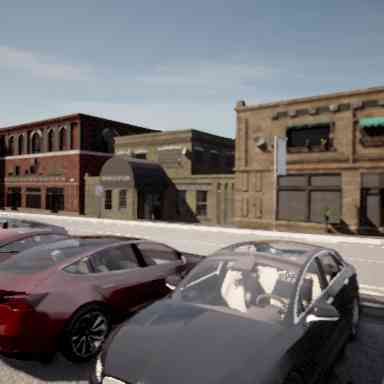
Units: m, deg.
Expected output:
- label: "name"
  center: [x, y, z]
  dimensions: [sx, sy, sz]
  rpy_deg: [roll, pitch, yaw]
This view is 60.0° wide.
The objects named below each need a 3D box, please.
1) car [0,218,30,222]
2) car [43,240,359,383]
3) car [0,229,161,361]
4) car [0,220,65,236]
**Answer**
- label: "car"
  center: [-5.871, 1.516, 9.301]
  dimensions: [2.163, 1.488, 4.792]
  rpy_deg: [0, 0, 36]
- label: "car"
  center: [0.947, 1.482, 4.480]
  dimensions: [2.231, 1.521, 4.892]
  rpy_deg: [0, 0, 36]
- label: "car"
  center: [-1.306, 1.512, 6.115]
  dimensions: [2.163, 1.488, 4.792]
  rpy_deg: [0, 0, 36]
- label: "car"
  center: [-3.590, 1.524, 7.706]
  dimensions: [2.002, 1.452, 4.674]
  rpy_deg: [0, 0, 36]
